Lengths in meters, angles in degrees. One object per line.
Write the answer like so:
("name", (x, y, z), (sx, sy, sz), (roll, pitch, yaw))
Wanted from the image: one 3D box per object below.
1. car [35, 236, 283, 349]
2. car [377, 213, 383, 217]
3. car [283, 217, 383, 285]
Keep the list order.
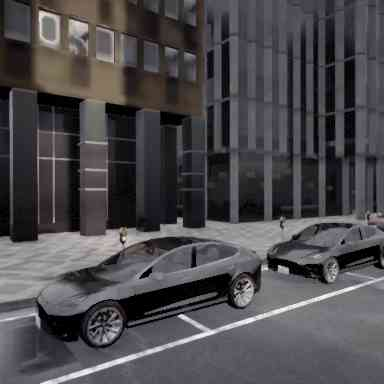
("car", (-0.543, 1.565, 6.264), (4.313, 1.339, 1.947), (0, 0, -35))
("car", (8.634, 1.314, 12.811), (5.009, 1.841, 2.192), (0, 0, -35))
("car", (4.046, 1.565, 9.537), (4.313, 1.339, 1.947), (0, 0, -35))
